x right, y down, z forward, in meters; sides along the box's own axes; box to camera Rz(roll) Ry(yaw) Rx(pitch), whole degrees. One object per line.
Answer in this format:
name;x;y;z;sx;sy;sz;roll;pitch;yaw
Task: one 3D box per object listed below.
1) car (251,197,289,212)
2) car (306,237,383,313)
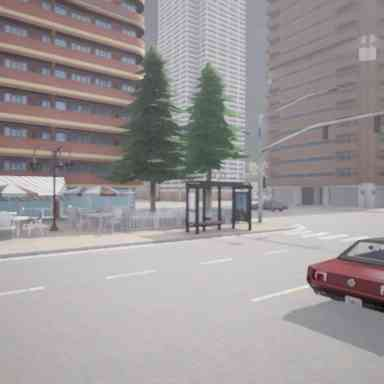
car;9.797;1.770;42.635;2.033;1.411;5.357;0;0;-36
car;4.631;1.640;7.113;4.718;1.301;1.895;0;0;-36
